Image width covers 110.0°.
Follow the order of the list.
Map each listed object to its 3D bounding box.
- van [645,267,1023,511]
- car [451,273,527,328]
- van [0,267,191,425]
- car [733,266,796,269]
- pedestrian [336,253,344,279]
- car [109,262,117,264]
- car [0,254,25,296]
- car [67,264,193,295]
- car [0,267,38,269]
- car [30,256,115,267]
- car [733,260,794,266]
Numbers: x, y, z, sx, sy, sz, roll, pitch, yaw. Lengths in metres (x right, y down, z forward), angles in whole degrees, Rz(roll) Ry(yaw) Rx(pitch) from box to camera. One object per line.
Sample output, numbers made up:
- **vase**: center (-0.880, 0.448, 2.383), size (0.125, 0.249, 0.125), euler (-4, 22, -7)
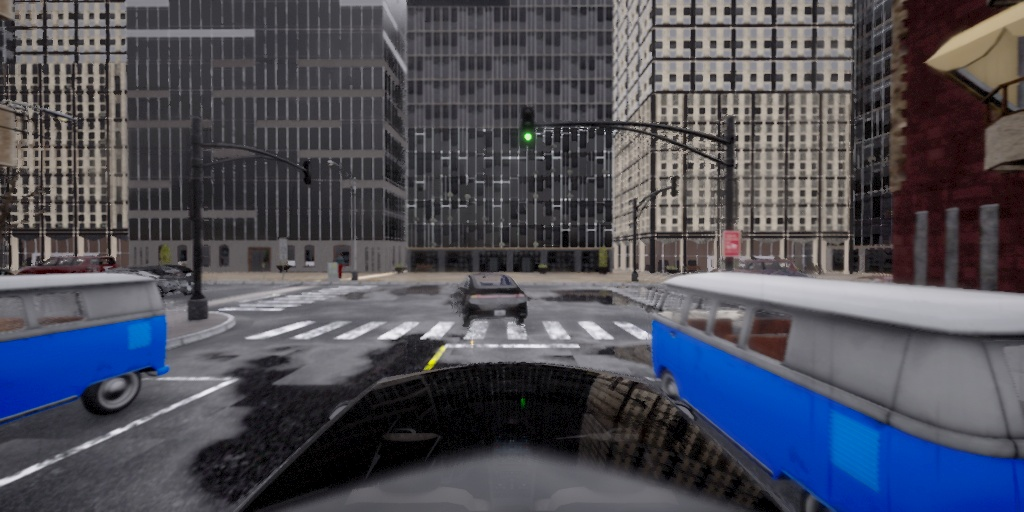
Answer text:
- **van**: center (2.690, 1.095, 3.344), size (1.690, 1.789, 3.998), euler (0, 0, 0)
- **car**: center (-0.870, 1.311, 11.785), size (2.128, 1.511, 4.902), euler (0, -1, -13)
- **van**: center (-5.691, 1.095, 3.375), size (1.690, 1.789, 3.998), euler (0, 0, 0)
- **car**: center (14.680, 1.421, 20.083), size (4.181, 1.385, 1.994), euler (0, 1, 0)
- **pedestrian**: center (-12.386, 0.701, 25.782), size (0.375, 1.860, 0.375), euler (0, 0, 0)
- **car**: center (-22.672, 1.207, 22.917), size (4.313, 1.339, 1.948), euler (0, 0, 0)
- **car**: center (-27.565, 0.906, 17.139), size (5.566, 2.045, 2.150), euler (0, 1, 0)
- **car**: center (-17.648, 1.256, 17.085), size (4.674, 1.442, 1.812), euler (0, 1, 0)
- **car**: center (-22.726, 1.281, 14.537), size (4.507, 1.381, 1.888), euler (0, 0, 0)
- **car**: center (-28.195, 0.931, 22.952), size (5.009, 1.841, 2.192), euler (0, 0, 0)
- **car**: center (15.240, 1.145, 22.678), size (5.009, 1.841, 2.192), euler (0, 0, 0)
